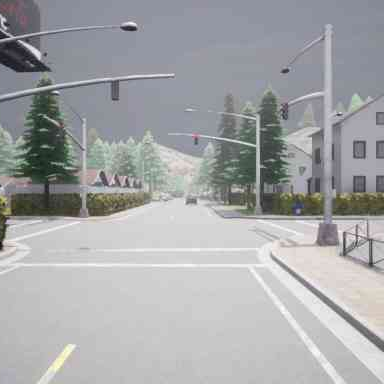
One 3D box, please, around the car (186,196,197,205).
[{"bbox_3d":[-0.089,1.505,59.293,1.837,1.490,4.892,0,0,0],"label":"car"}]
